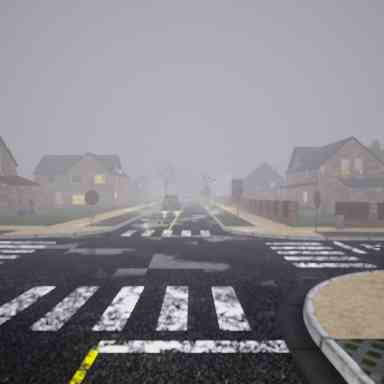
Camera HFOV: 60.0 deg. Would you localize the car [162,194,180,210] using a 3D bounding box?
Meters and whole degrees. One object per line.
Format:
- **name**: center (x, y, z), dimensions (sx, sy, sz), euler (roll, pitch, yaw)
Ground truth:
- **car**: center (-2.736, 1.321, 44.166), dimensions (2.150, 2.045, 5.566), euler (0, 0, 0)
